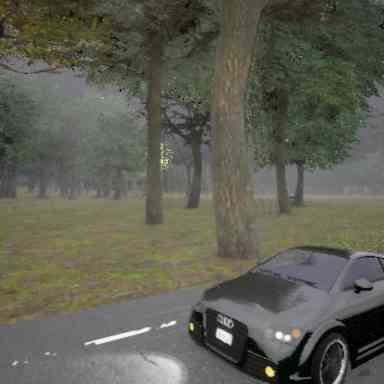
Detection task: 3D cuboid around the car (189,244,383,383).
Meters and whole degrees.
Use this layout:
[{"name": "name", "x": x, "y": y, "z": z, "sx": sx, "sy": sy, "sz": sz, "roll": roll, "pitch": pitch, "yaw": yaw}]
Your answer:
[{"name": "car", "x": 2.027, "y": 1.579, "z": 5.202, "sx": 4.181, "sy": 1.385, "sz": 1.994, "roll": 0, "pitch": 0, "yaw": -35}]

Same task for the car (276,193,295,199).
[{"name": "car", "x": 19.614, "y": 0.793, "z": 69.265, "sx": 1.994, "sy": 1.385, "sz": 4.181, "roll": 2, "pitch": -1, "yaw": -35}]
